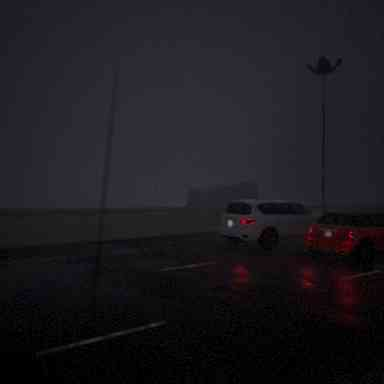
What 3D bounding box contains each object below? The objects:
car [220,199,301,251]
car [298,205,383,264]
[{"bbox_3d":[3.844,1.345,15.004,5.566,2.045,2.150,0,0,-32],"label":"car"},{"bbox_3d":[6.475,1.479,12.496,4.553,1.767,2.097,1,0,-31],"label":"car"}]
